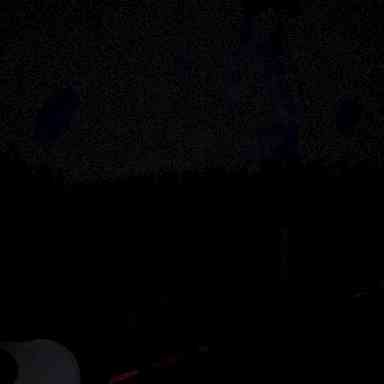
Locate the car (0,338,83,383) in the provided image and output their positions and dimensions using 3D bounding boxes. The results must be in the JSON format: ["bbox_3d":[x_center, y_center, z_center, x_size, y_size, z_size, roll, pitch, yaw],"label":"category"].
[{"bbox_3d":[-2.676,1.525,1.157,4.674,1.442,1.812,0,0,-36],"label":"car"}]
